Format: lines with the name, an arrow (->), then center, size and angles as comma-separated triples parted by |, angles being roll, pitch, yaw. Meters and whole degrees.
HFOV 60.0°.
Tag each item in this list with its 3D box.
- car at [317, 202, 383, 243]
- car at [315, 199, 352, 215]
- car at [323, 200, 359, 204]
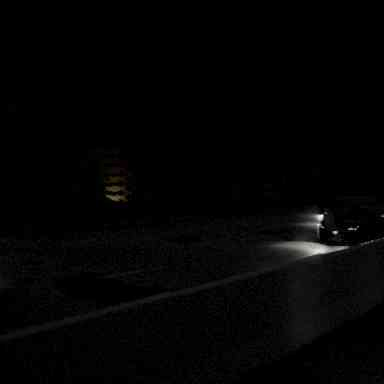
car -> 7.700, 1.437, 15.716 | 1.837, 1.490, 4.892 | 0, 0, 44
car -> 13.974, 1.442, 32.736 | 1.994, 1.385, 4.181 | 0, 0, 43
car -> 11.479, 1.405, 24.831 | 1.837, 1.490, 4.892 | 0, 0, 43
